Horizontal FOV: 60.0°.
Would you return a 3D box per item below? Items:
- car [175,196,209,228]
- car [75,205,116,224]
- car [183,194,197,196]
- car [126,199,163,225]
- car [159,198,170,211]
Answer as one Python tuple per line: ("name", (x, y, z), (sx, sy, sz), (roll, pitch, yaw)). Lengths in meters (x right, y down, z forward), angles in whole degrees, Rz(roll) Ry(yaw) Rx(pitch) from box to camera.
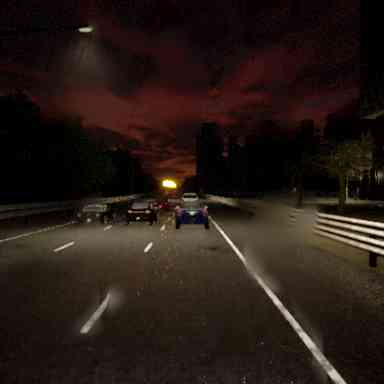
("car", (-0.003, 1.366, 22.393), (2.097, 1.767, 4.553), (0, 0, -1))
("car", (-7.022, 1.616, 24.772), (1.895, 1.301, 4.718), (0, 0, -1))
("car", (-0.263, 1.207, 41.387), (2.150, 2.045, 5.566), (0, 0, -1))
("car", (-3.515, 1.506, 24.027), (2.128, 1.511, 4.902), (0, 0, -1))
("car", (-3.754, 1.514, 41.117), (1.812, 1.442, 4.674), (0, 0, -1))
